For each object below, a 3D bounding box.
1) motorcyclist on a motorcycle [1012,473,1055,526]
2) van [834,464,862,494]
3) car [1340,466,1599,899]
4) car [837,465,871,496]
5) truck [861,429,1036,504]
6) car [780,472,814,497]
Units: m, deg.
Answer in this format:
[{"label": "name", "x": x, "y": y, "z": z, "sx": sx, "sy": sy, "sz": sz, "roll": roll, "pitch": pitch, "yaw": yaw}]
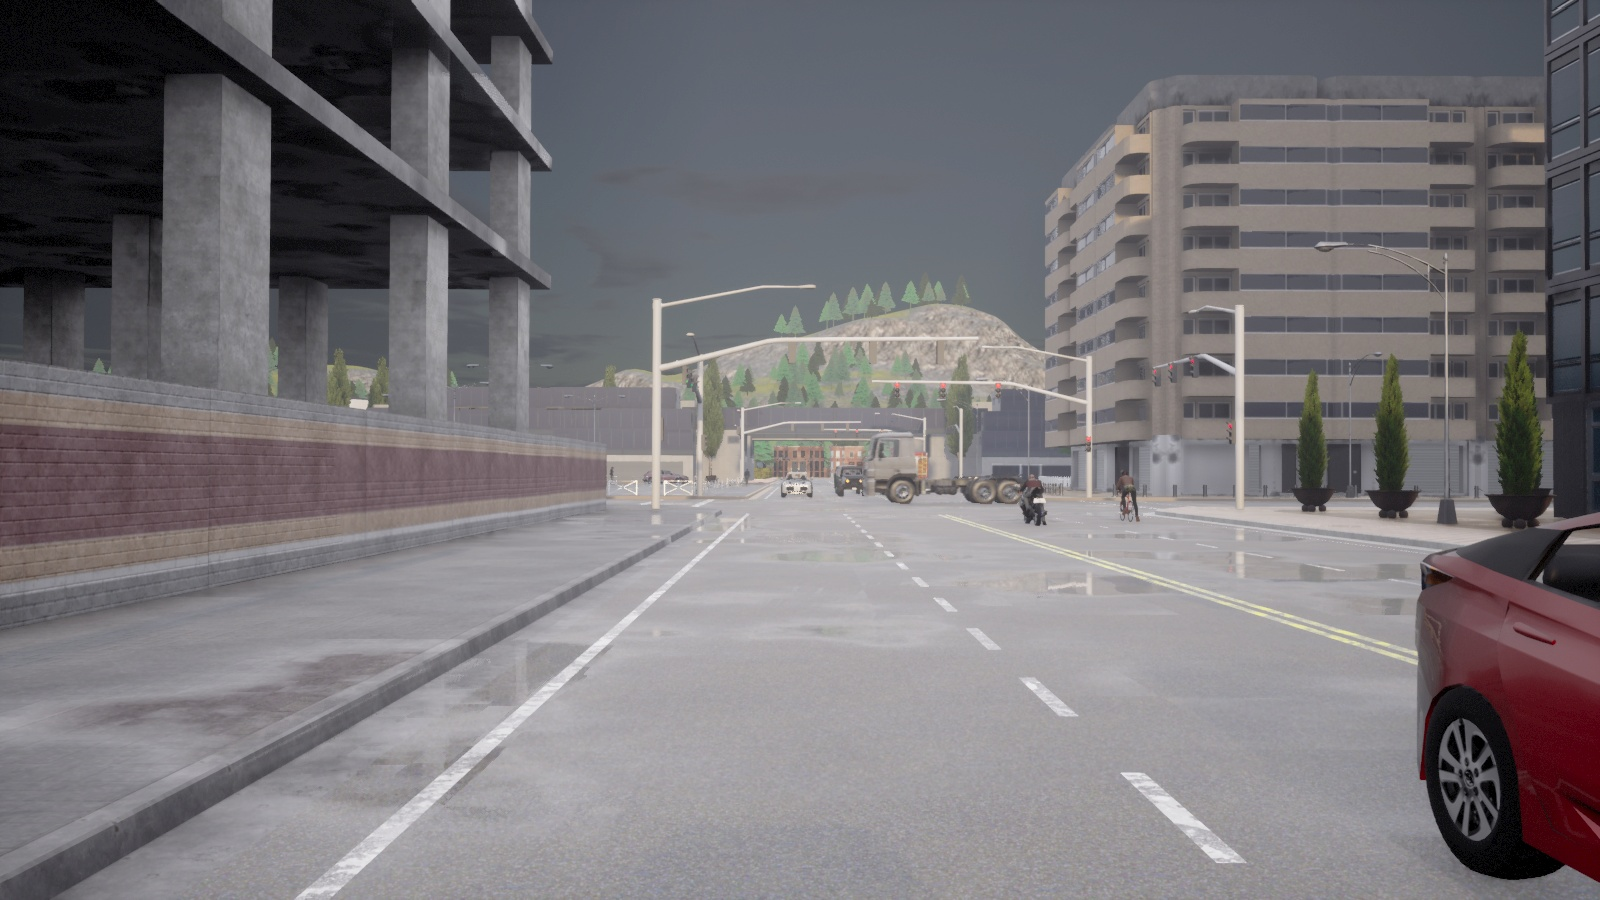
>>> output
[{"label": "motorcyclist on a motorcycle", "x": 6.914, "y": 1.446, "z": 37.268, "sx": 0.866, "sy": 1.530, "sz": 2.191, "roll": 0, "pitch": -1, "yaw": 0}, {"label": "van", "x": 3.299, "y": 2.005, "z": 86.597, "sx": 1.775, "sy": 1.987, "sz": 4.442, "roll": 0, "pitch": -1, "yaw": 0}, {"label": "car", "x": 3.492, "y": 0.805, "z": 3.506, "sx": 2.007, "sy": 1.525, "sz": 4.514, "roll": 0, "pitch": -1, "yaw": 0}, {"label": "car", "x": 3.317, "y": 1.907, "z": 78.188, "sx": 1.905, "sy": 1.878, "sz": 3.866, "roll": 0, "pitch": -1, "yaw": 0}, {"label": "truck", "x": 6.988, "y": 0.777, "z": 59.804, "sx": 7.936, "sy": 3.462, "sz": 2.891, "roll": 0, "pitch": -1, "yaw": -1}, {"label": "car", "x": -0.174, "y": 2.047, "z": 75.606, "sx": 1.970, "sy": 1.475, "sz": 3.806, "roll": 0, "pitch": -1, "yaw": 0}]
